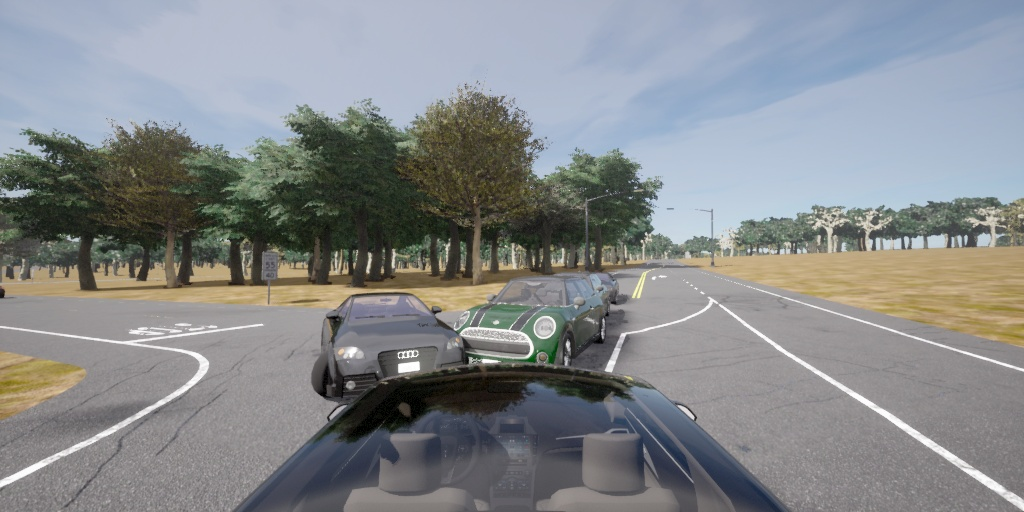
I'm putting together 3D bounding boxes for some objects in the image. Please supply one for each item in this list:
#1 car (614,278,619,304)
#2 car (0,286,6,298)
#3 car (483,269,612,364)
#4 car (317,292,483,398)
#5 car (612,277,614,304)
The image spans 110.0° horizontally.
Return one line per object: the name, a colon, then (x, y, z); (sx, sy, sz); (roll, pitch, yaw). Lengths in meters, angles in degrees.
car: (4.222, 1.508, 17.822); (1.994, 1.385, 4.181); (-1, 0, 19)
car: (-40.855, 2.562, 27.343); (4.181, 1.385, 1.994); (-2, -3, 22)
car: (0.621, 1.217, 7.782); (2.097, 1.767, 4.553); (-1, -2, 26)
car: (-2.351, 1.375, 6.577); (1.994, 1.385, 4.181); (1, -2, -29)
car: (2.027, 1.344, 12.095); (2.097, 1.767, 4.553); (-1, -1, 21)
